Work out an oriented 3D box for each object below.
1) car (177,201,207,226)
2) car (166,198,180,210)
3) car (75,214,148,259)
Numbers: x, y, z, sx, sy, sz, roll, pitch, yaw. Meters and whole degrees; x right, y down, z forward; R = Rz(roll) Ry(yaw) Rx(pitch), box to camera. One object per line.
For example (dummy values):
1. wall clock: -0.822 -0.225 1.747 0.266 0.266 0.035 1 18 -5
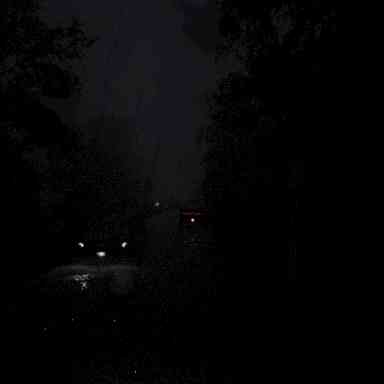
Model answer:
1. car: 0.044 1.681 25.029 1.837 1.490 4.892 0 -1 0
2. car: -3.053 2.053 56.070 2.150 2.045 5.566 0 -2 0
3. car: -2.872 1.602 13.176 2.033 1.411 5.357 0 0 0
